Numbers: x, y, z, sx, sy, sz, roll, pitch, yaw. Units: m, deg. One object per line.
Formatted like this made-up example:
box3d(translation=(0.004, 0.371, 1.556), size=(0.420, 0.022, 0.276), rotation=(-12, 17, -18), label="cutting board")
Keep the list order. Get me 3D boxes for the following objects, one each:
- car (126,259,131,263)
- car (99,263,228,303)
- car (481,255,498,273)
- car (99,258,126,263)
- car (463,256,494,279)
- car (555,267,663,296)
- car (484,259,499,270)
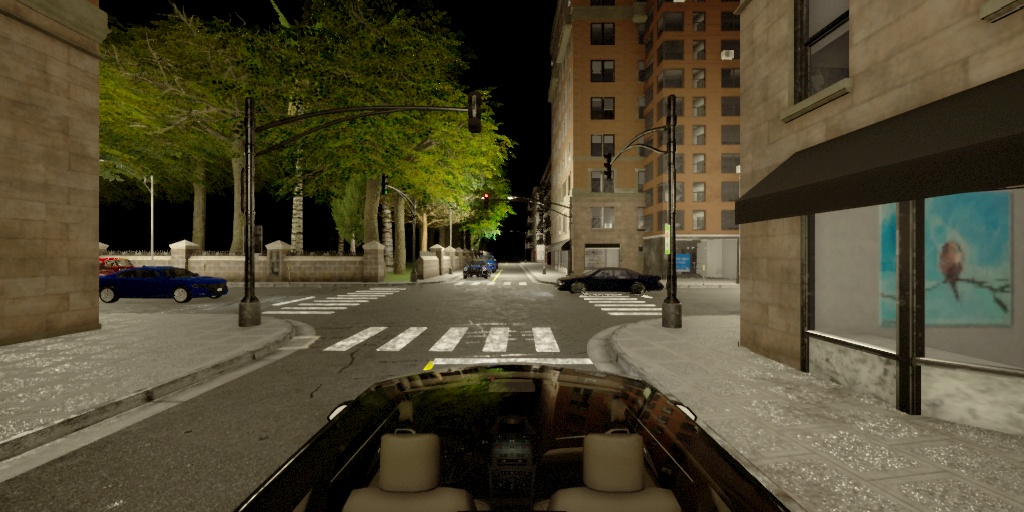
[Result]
box3d(translation=(-25.925, 1.035, 21.825), size=(5.009, 1.841, 2.192), rotation=(0, 0, 1), label="car")
box3d(translation=(-15.473, 1.212, 15.908), size=(5.008, 1.535, 1.882), rotation=(0, 0, 0), label="car")
box3d(translation=(-3.044, 0.935, 42.654), size=(2.150, 2.045, 5.566), rotation=(0, 0, 0), label="car")
box3d(translation=(-24.219, 1.074, 19.233), size=(4.553, 1.767, 2.097), rotation=(0, 0, 1), label="car")
box3d(translation=(-3.093, 1.083, 32.212), size=(2.097, 1.767, 4.553), rotation=(0, 0, 1), label="car")
box3d(translation=(5.004, 1.304, 18.838), size=(5.357, 1.411, 2.033), rotation=(0, 0, 1), label="car")
box3d(translation=(-3.023, 1.169, 53.238), size=(1.882, 1.535, 5.008), rotation=(0, 0, 0), label="car")
